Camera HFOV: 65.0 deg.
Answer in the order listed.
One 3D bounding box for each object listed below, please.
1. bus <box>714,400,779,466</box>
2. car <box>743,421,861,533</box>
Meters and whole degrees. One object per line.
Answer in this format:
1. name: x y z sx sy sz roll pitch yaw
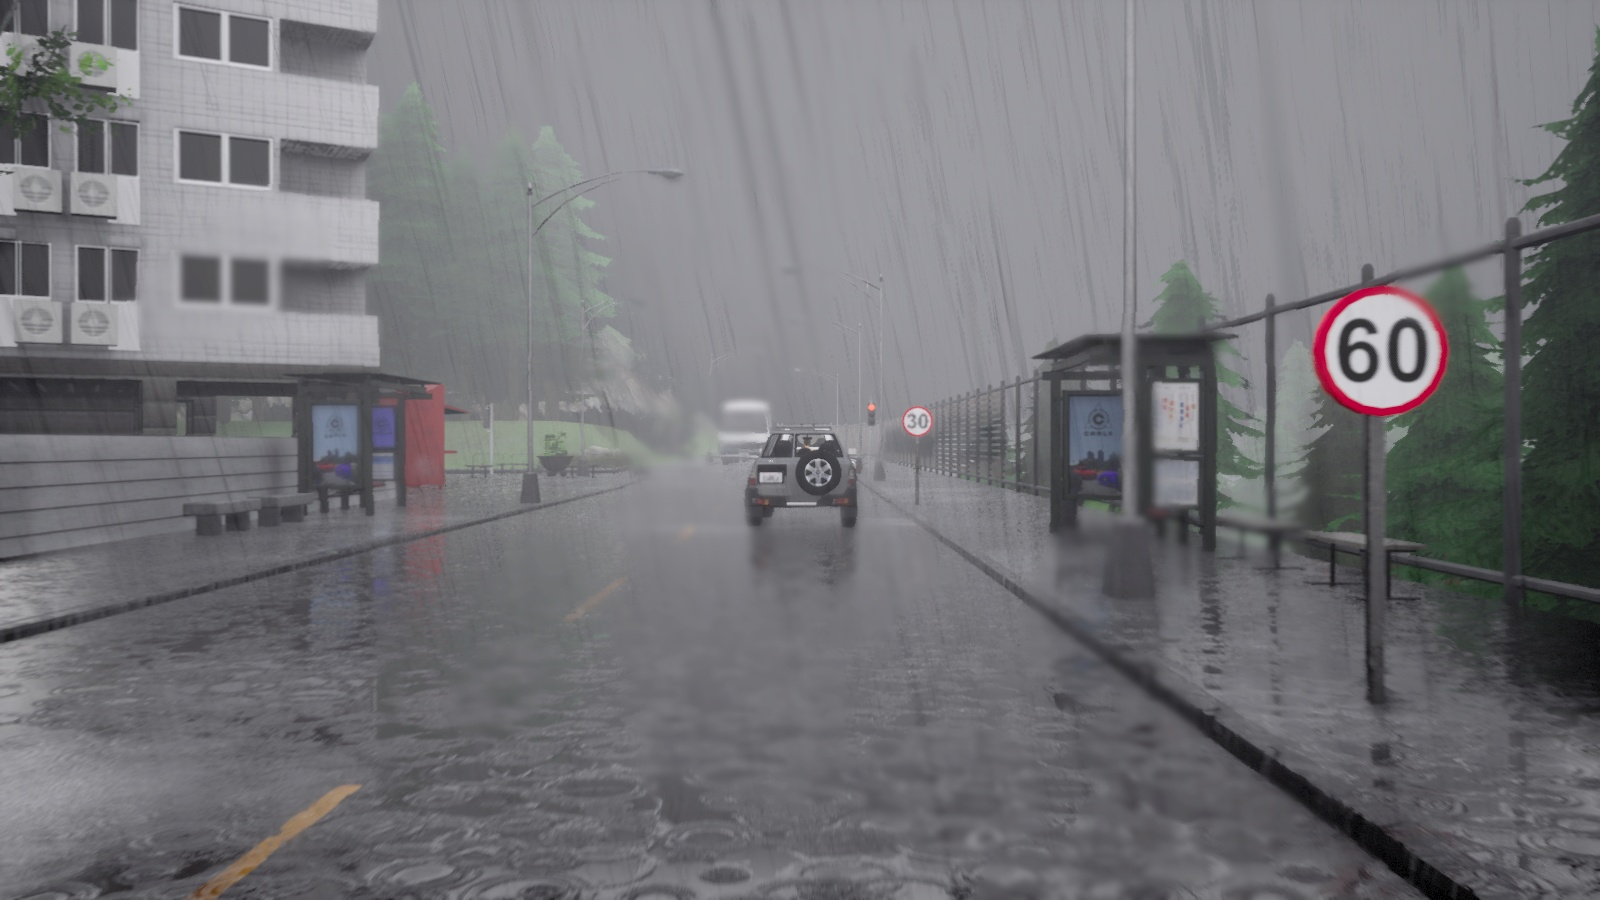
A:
1. bus: -3.529 -1.119 86.265 3.944 4.253 10.273 0 0 0
2. car: 0.124 0.434 23.011 1.932 1.855 4.605 0 0 2
